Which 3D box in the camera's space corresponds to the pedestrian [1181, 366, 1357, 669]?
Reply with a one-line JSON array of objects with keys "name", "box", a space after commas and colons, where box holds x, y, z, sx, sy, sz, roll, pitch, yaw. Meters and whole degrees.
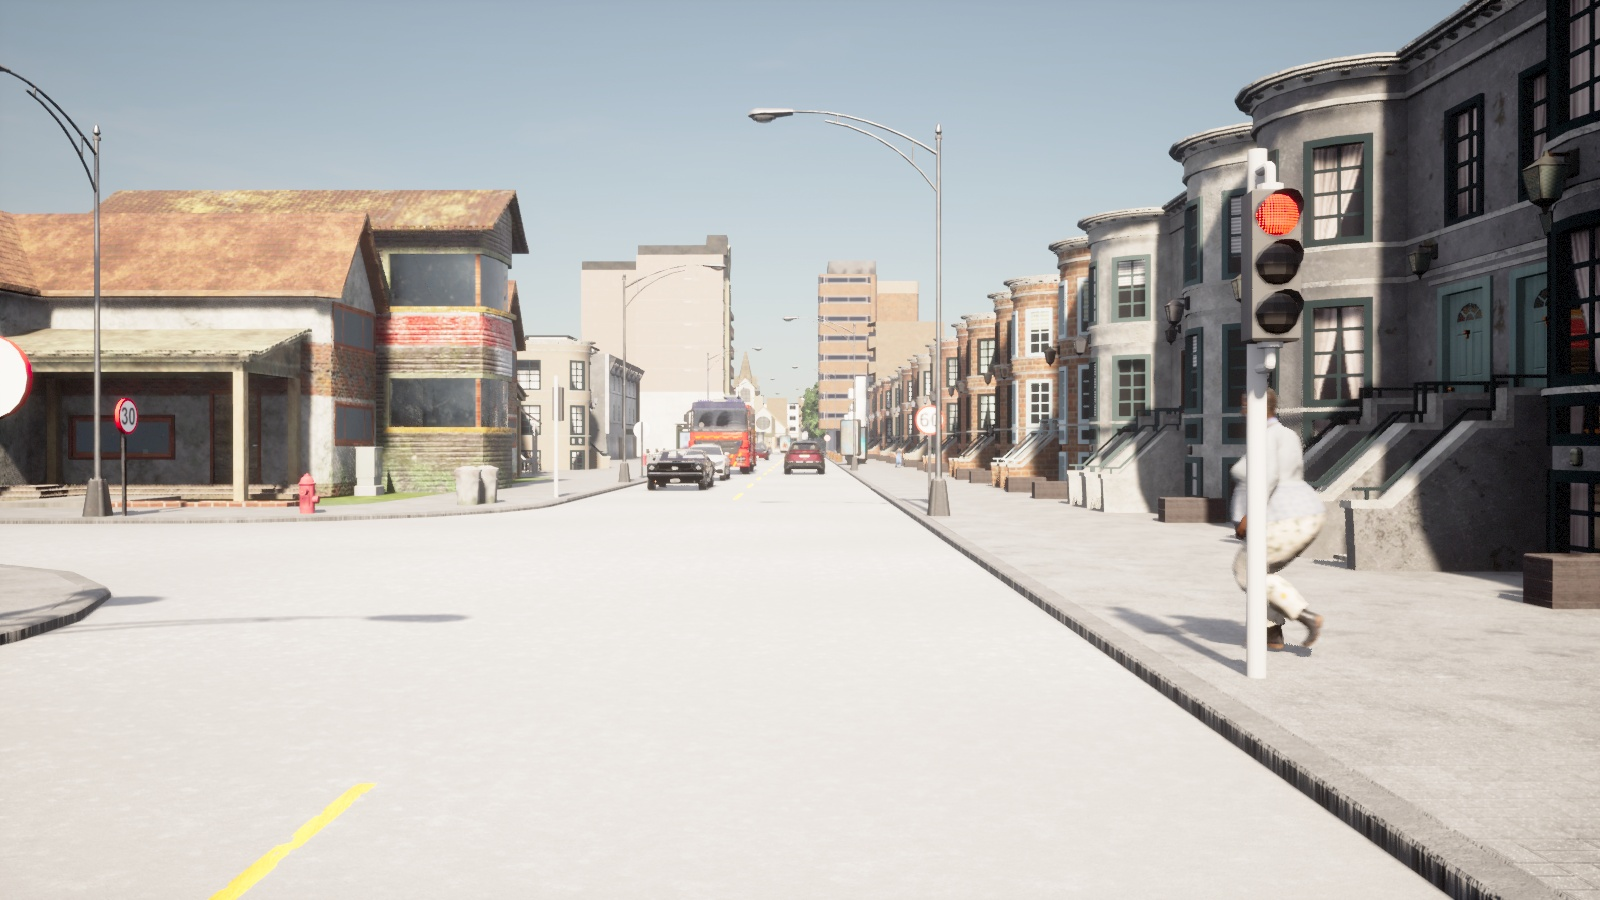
[{"name": "pedestrian", "box": [3.109, 0.412, 8.300, 0.900, 1.855, 0.874, 0, 0, 35]}]

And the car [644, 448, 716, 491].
[{"name": "car", "box": [-3.852, 0.612, 41.032, 1.895, 1.301, 4.718, 0, 0, 0]}]

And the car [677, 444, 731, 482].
[{"name": "car", "box": [-3.820, 0.482, 50.824, 1.812, 1.442, 4.674, 0, 0, 0]}]

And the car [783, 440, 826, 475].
[{"name": "car", "box": [0.219, 0.330, 61.337, 2.033, 1.649, 4.856, 0, 0, 0]}]

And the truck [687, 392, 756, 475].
[{"name": "truck", "box": [-3.776, -0.773, 62.368, 2.891, 3.827, 8.468, 0, 0, 0]}]
